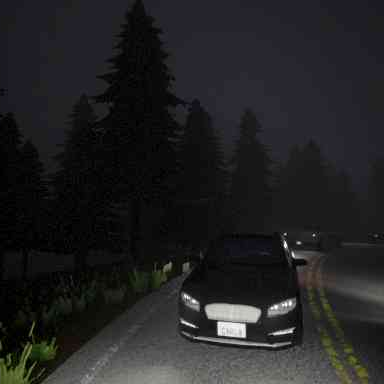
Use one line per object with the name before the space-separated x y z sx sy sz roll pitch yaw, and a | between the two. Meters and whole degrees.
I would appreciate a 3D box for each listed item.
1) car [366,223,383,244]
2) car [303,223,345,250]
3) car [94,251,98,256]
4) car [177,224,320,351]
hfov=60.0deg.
car | 16.706 3.348 26.965 5.566 2.045 2.150 8 -8 -26
car | 6.557 2.314 17.790 1.895 1.301 4.718 -3 -6 39
car | -20.225 13.651 73.019 4.181 1.381 1.994 -2 -5 31
car | 1.139 1.562 6.640 2.128 1.511 4.902 -1 -2 15
